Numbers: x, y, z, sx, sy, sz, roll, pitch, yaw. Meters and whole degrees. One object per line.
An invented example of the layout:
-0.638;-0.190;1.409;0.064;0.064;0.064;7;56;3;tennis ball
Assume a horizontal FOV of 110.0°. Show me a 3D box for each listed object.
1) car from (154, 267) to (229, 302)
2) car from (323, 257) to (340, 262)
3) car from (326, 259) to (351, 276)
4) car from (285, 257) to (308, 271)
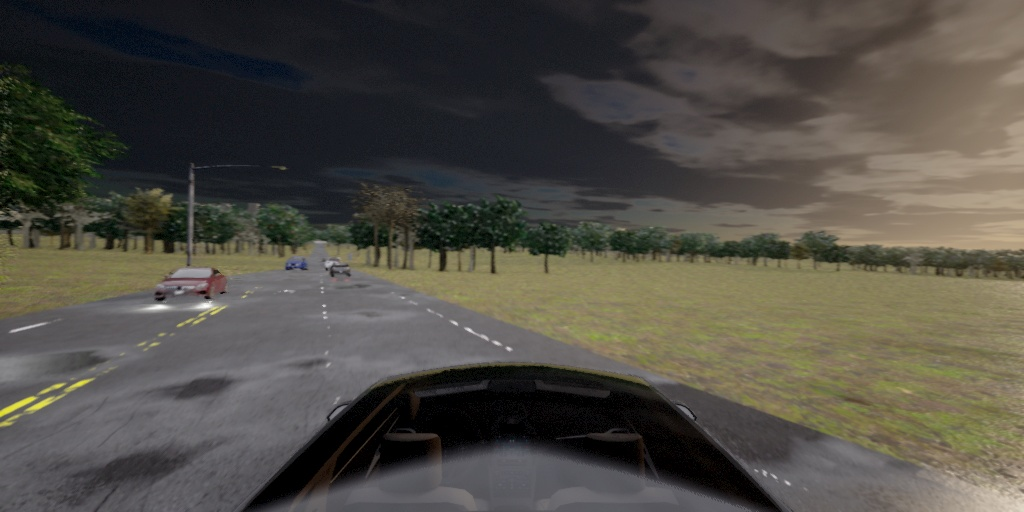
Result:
-14.759;1.231;16.791;1.812;1.442;4.674;1;-1;-28;car
-27.583;1.195;55.476;2.150;2.045;5.566;1;-1;-28;car
-18.443;1.374;38.454;2.128;1.511;4.902;1;-1;-28;car
-30.550;1.109;50.973;2.150;2.045;5.566;1;-1;-22;car
